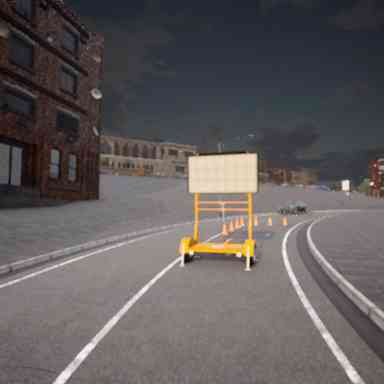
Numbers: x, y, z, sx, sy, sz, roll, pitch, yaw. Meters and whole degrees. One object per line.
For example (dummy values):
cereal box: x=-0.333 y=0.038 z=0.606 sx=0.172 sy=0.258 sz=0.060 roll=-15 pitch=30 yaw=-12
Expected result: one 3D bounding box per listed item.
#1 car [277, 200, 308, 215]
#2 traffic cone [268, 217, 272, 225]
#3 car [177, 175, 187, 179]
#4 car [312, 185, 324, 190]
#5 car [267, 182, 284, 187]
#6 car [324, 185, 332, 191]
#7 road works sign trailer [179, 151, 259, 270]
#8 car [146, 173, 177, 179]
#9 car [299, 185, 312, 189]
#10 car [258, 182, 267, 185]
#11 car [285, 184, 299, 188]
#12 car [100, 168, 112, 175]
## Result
car: x=11.769 y=1.745 z=38.883 sx=2.097 sy=1.767 sz=4.553 roll=-3 pitch=-3 yaw=42
traffic cone: x=5.500 y=2.036 z=23.398 sx=0.340 sy=0.580 sz=0.340 roll=-2 pitch=-1 yaw=17
car: x=-0.956 y=-2.411 z=61.108 sx=4.892 sy=1.521 sz=2.231 roll=2 pitch=-5 yaw=-31
car: x=30.405 y=-0.806 z=84.052 sx=4.553 sy=1.767 sz=2.185 roll=4 pitch=-6 yaw=-40
car: x=17.471 y=-1.445 z=73.705 sx=4.792 sy=1.488 sz=2.163 roll=3 pitch=-5 yaw=-36
car: x=34.639 y=-0.615 z=87.730 sx=5.566 sy=2.045 sz=2.435 roll=4 pitch=-6 yaw=-41
road works sign trailer: x=1.067 y=0.465 z=11.163 sx=2.380 sy=3.560 sz=2.880 roll=-1 pitch=0 yaw=19
car: x=-5.663 y=-2.604 z=58.232 sx=4.892 sy=1.521 sz=2.231 roll=2 pitch=-5 yaw=-31
car: x=26.085 y=-0.970 z=80.433 sx=4.892 sy=1.521 sz=2.231 roll=3 pitch=-5 yaw=-39
car: x=12.858 y=-1.852 z=70.331 sx=4.553 sy=1.767 sz=2.185 roll=3 pitch=-5 yaw=-35
car: x=21.853 y=-1.184 z=77.052 sx=4.674 sy=1.452 sz=2.002 roll=3 pitch=-5 yaw=-37
car: x=-15.004 y=-3.086 z=52.553 sx=4.553 sy=1.767 sz=2.185 roll=2 pitch=-5 yaw=-31
